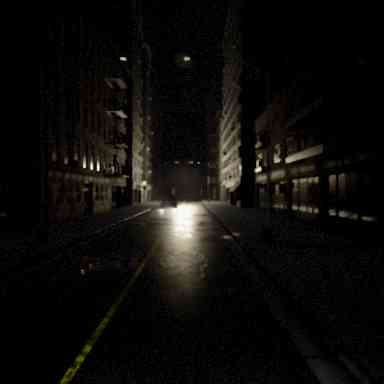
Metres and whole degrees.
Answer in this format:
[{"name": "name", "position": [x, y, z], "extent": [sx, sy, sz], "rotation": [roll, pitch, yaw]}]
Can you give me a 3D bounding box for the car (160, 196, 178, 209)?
[{"name": "car", "position": [-2.991, 1.265, 43.787], "extent": [2.097, 1.767, 4.553], "rotation": [0, 0, 0]}]
